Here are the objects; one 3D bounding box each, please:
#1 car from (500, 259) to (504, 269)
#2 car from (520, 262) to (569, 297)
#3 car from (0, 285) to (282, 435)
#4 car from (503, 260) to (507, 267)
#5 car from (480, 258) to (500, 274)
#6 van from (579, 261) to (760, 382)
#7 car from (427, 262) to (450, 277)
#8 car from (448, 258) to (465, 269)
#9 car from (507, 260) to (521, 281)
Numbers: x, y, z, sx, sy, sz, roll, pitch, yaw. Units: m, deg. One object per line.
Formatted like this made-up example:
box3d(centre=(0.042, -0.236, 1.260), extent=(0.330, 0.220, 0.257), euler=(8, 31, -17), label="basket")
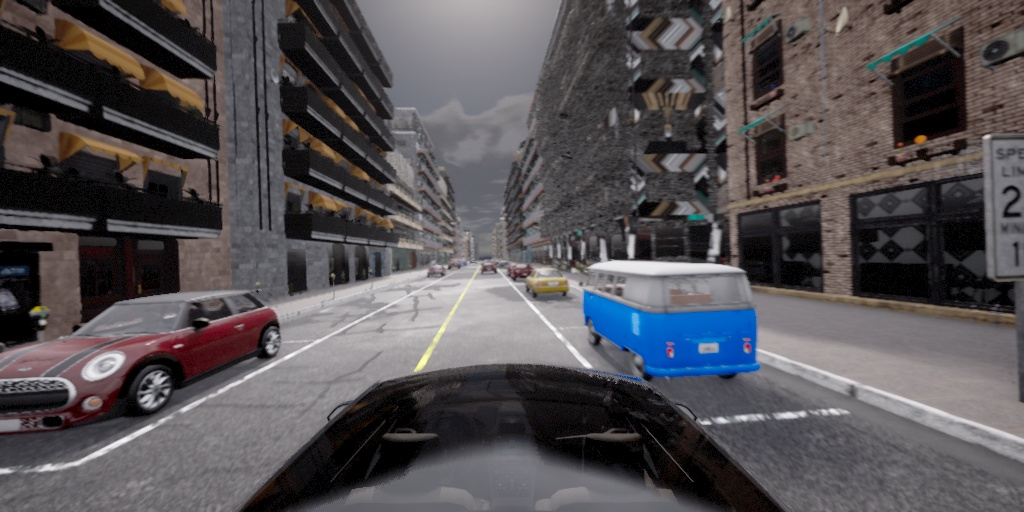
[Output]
box3d(centre=(-1.201, 1.302, 57.451), extent=(2.007, 1.370, 4.403), euler=(0, 0, -4), label="car")
box3d(centre=(1.673, 1.189, 18.092), extent=(1.751, 1.417, 4.829), euler=(0, 0, -4), label="car")
box3d(centre=(-5.843, 1.386, 6.038), extent=(1.967, 1.591, 4.097), euler=(0, 0, -4), label="car")
box3d(centre=(0.449, 1.242, 34.861), extent=(1.888, 1.381, 4.507), euler=(0, 0, -4), label="car")
box3d(centre=(-2.753, 1.334, 42.822), extent=(1.812, 1.442, 4.674), euler=(-2, 0, -4), label="car")
box3d(centre=(2.511, 0.993, 6.630), extent=(1.690, 1.789, 3.998), euler=(0, 0, -4), label="van")
box3d(centre=(-8.319, 1.587, 39.918), extent=(1.802, 1.307, 4.207), euler=(0, 0, -4), label="car")
box3d(centre=(-9.969, 1.374, 62.508), extent=(2.192, 1.841, 5.009), euler=(0, 0, -4), label="car")
box3d(centre=(0.861, 1.229, 29.214), extent=(1.888, 1.381, 4.507), euler=(0, 0, -4), label="car")
